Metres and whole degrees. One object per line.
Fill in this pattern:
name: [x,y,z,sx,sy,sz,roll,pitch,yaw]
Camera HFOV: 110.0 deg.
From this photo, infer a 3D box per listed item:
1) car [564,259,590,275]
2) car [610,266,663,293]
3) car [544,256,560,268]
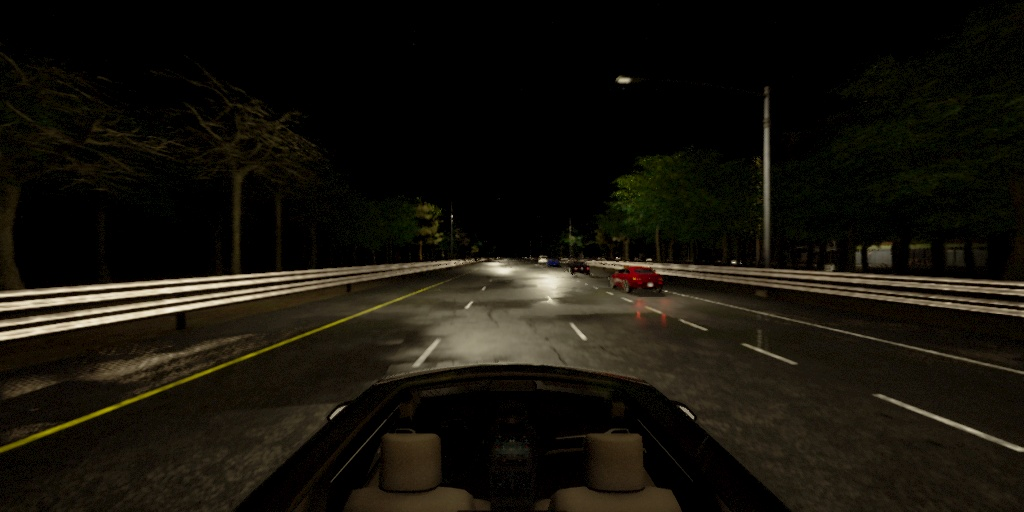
car: [7.020,1.307,38.514,2.033,1.411,5.357,0,0,0]
car: [7.009,1.284,20.444,1.812,1.442,4.674,0,0,0]
car: [7.035,1.241,61.512,1.882,1.535,5.008,0,0,0]
